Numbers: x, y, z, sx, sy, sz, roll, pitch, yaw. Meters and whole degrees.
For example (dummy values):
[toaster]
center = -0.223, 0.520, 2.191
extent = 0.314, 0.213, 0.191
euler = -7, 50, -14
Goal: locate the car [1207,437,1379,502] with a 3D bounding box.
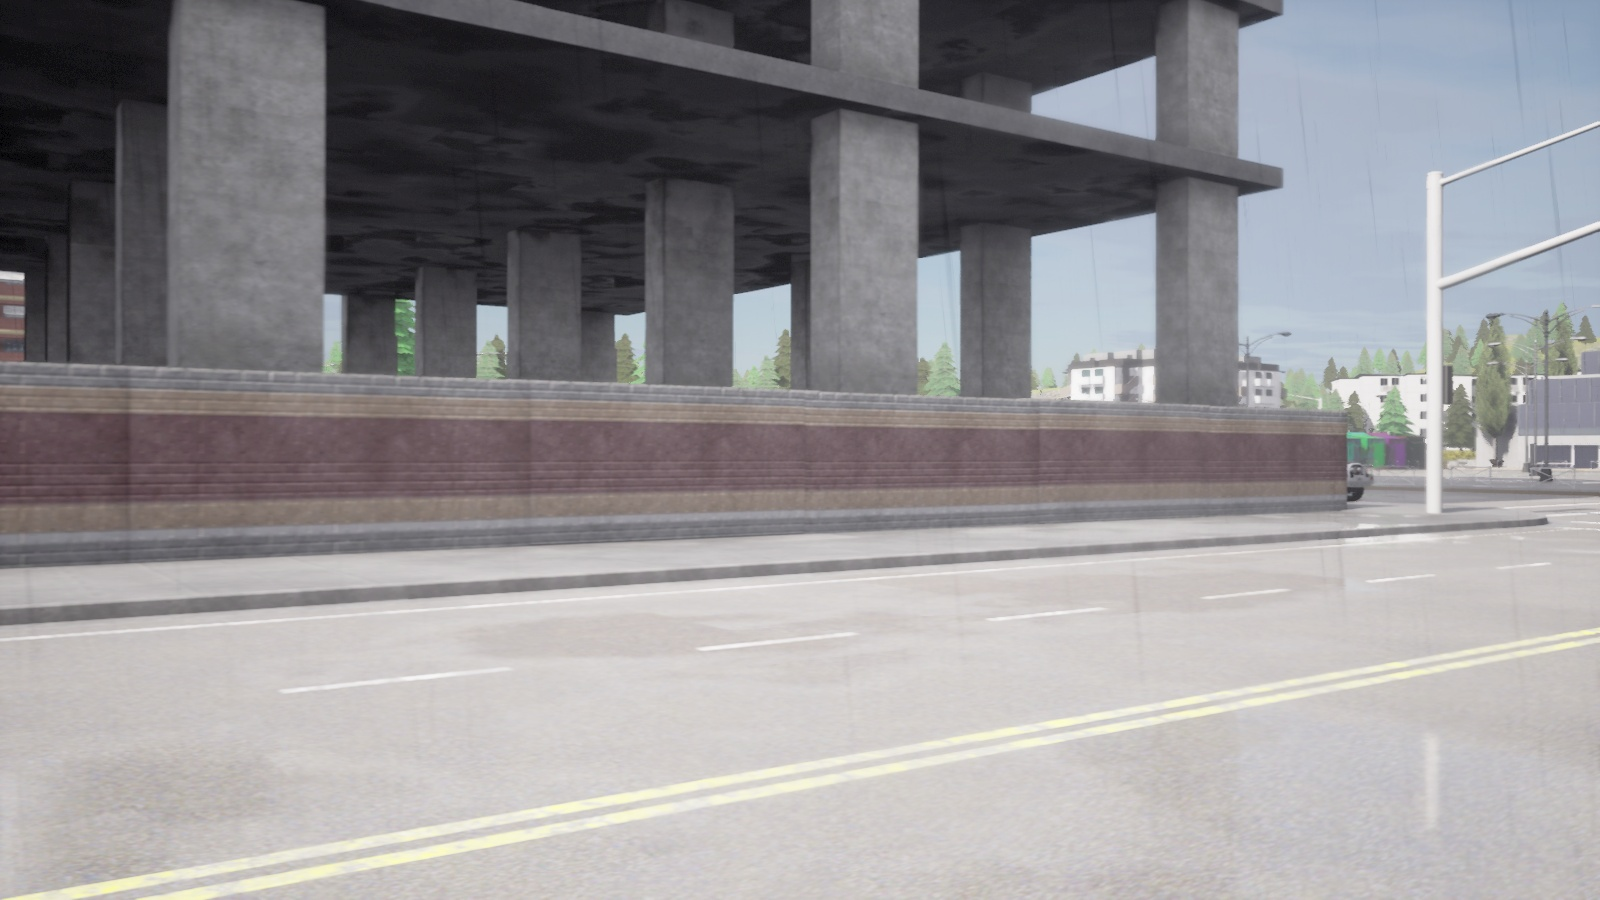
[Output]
[car]
center = 15.002, 0.569, 38.429
extent = 1.932, 1.855, 4.605
euler = 0, 0, -35

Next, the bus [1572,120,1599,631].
[bus]
center = 11.878, -0.627, 11.932
extent = 10.273, 4.253, 3.944
euler = 0, 0, -35
